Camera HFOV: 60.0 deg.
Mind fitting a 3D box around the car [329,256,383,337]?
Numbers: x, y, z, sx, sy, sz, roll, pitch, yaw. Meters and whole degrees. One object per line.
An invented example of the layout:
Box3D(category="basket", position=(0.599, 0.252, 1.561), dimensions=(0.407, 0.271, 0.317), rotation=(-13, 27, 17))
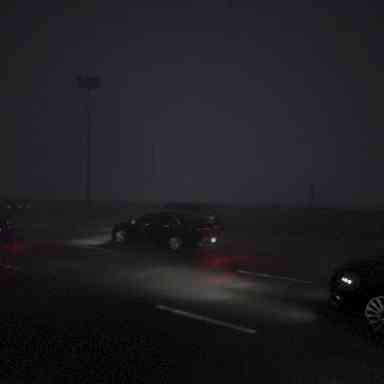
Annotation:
Box3D(category="car", position=(4.697, 1.496, 4.938), dimensions=(4.902, 1.511, 2.128), rotation=(0, 0, 36))

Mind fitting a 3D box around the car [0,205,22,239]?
Box3D(category="car", position=(-10.204, 1.464, 15.593), dimensions=(4.674, 1.442, 1.812), rotation=(0, 0, 36))

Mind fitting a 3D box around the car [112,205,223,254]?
Box3D(category="car", position=(-1.181, 1.474, 13.445), dimensions=(4.892, 1.490, 1.837), rotation=(0, 0, 36))

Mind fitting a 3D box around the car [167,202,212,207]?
Box3D(category="car", position=(-0.718, 1.314, 17.417), dimensions=(4.553, 1.767, 2.097), rotation=(0, 0, 36))

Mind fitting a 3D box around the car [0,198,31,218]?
Box3D(category="car", position=(-15.664, 1.248, 28.102), dimensions=(4.553, 1.767, 2.097), rotation=(0, 0, 36))

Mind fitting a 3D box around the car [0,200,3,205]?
Box3D(category="car", position=(-16.276, 1.450, 24.238), dimensions=(5.357, 1.411, 2.033), rotation=(0, 0, 36))
